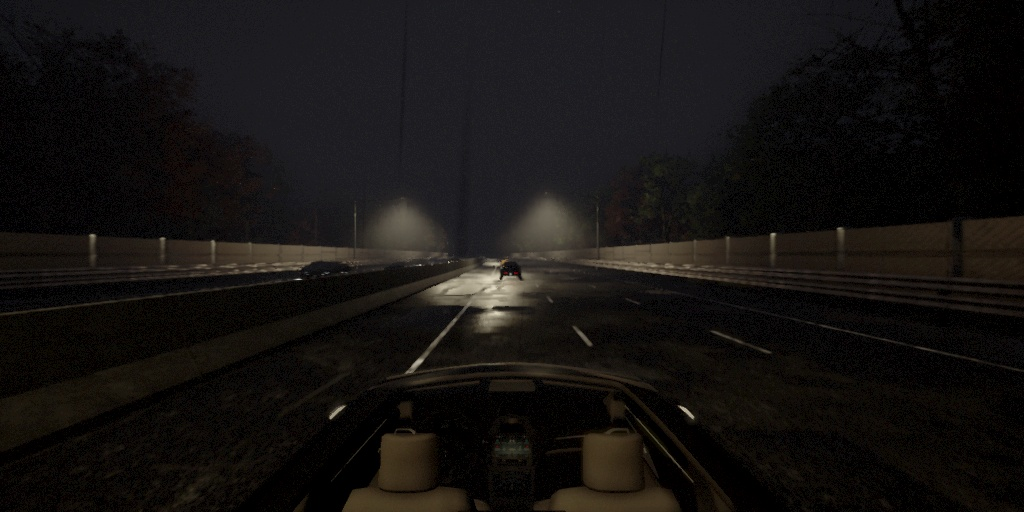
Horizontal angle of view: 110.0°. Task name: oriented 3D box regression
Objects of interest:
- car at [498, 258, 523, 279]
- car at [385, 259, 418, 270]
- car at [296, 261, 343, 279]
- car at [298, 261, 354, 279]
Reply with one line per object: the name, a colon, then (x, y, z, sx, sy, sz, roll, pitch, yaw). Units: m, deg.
car: (-0.123, 1.196, 31.251, 1.837, 1.490, 4.892, 0, 1, -1)
car: (-10.840, 1.262, 34.608, 1.994, 1.385, 4.181, 0, 0, -1)
car: (-17.824, 1.217, 33.454, 1.837, 1.490, 4.892, 0, 0, -1)
car: (-14.246, 1.196, 28.252, 1.882, 1.535, 5.008, 0, 0, -1)
